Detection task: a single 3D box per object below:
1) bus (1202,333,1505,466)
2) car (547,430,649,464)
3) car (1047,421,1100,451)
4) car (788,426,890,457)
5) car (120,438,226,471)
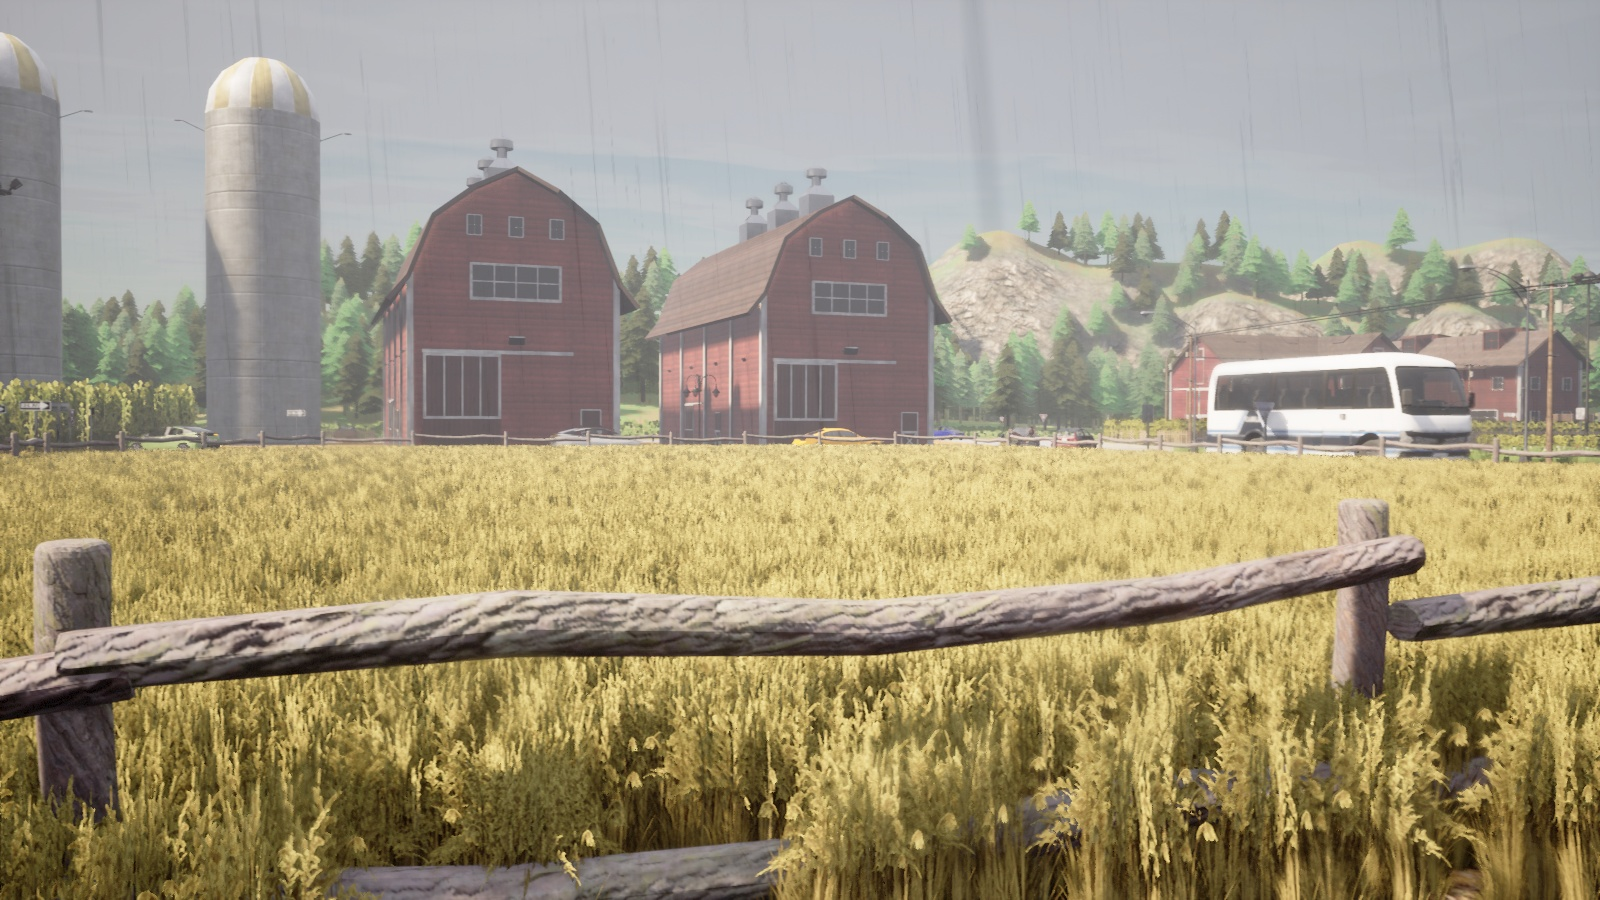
[{"bbox_3d":[19.630,-1.728,45.641,3.944,4.253,10.273,-1,1,-21],"label":"bus"},{"bbox_3d":[-9.856,-0.169,61.247,4.514,1.525,2.007,-2,1,-24],"label":"car"},{"bbox_3d":[15.506,-0.807,71.067,1.789,1.549,3.705,0,2,31],"label":"car"},{"bbox_3d":[2.066,-0.451,66.387,5.008,1.535,1.882,-1,1,-20],"label":"car"},{"bbox_3d":[-30.711,0.202,61.518,4.514,1.525,2.007,-1,1,19],"label":"car"}]
